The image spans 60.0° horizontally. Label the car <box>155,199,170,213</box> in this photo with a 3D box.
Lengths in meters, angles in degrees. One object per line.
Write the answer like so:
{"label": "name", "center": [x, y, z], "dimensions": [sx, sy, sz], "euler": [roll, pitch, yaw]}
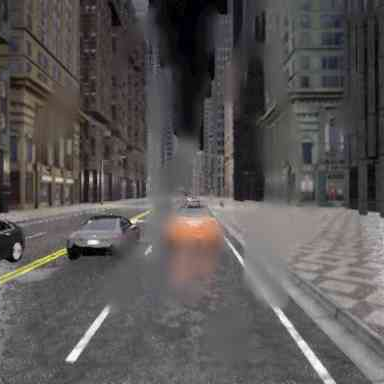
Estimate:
{"label": "car", "center": [-3.134, 1.524, 37.982], "dimensions": [1.837, 1.490, 4.892], "euler": [0, 0, 0]}

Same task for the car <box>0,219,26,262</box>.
{"label": "car", "center": [-6.516, 1.509, 9.317], "dimensions": [1.837, 1.490, 4.892], "euler": [0, 0, 1]}

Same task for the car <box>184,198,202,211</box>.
{"label": "car", "center": [0.117, 1.513, 42.093], "dimensions": [2.128, 1.511, 4.902], "euler": [0, 0, 0]}

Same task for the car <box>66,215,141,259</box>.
{"label": "car", "center": [-3.144, 1.570, 12.607], "dimensions": [1.994, 1.385, 4.181], "euler": [0, 0, 0]}

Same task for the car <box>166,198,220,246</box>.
{"label": "car", "center": [0.106, 1.359, 15.455], "dimensions": [2.097, 1.767, 4.553], "euler": [0, 0, 0]}
